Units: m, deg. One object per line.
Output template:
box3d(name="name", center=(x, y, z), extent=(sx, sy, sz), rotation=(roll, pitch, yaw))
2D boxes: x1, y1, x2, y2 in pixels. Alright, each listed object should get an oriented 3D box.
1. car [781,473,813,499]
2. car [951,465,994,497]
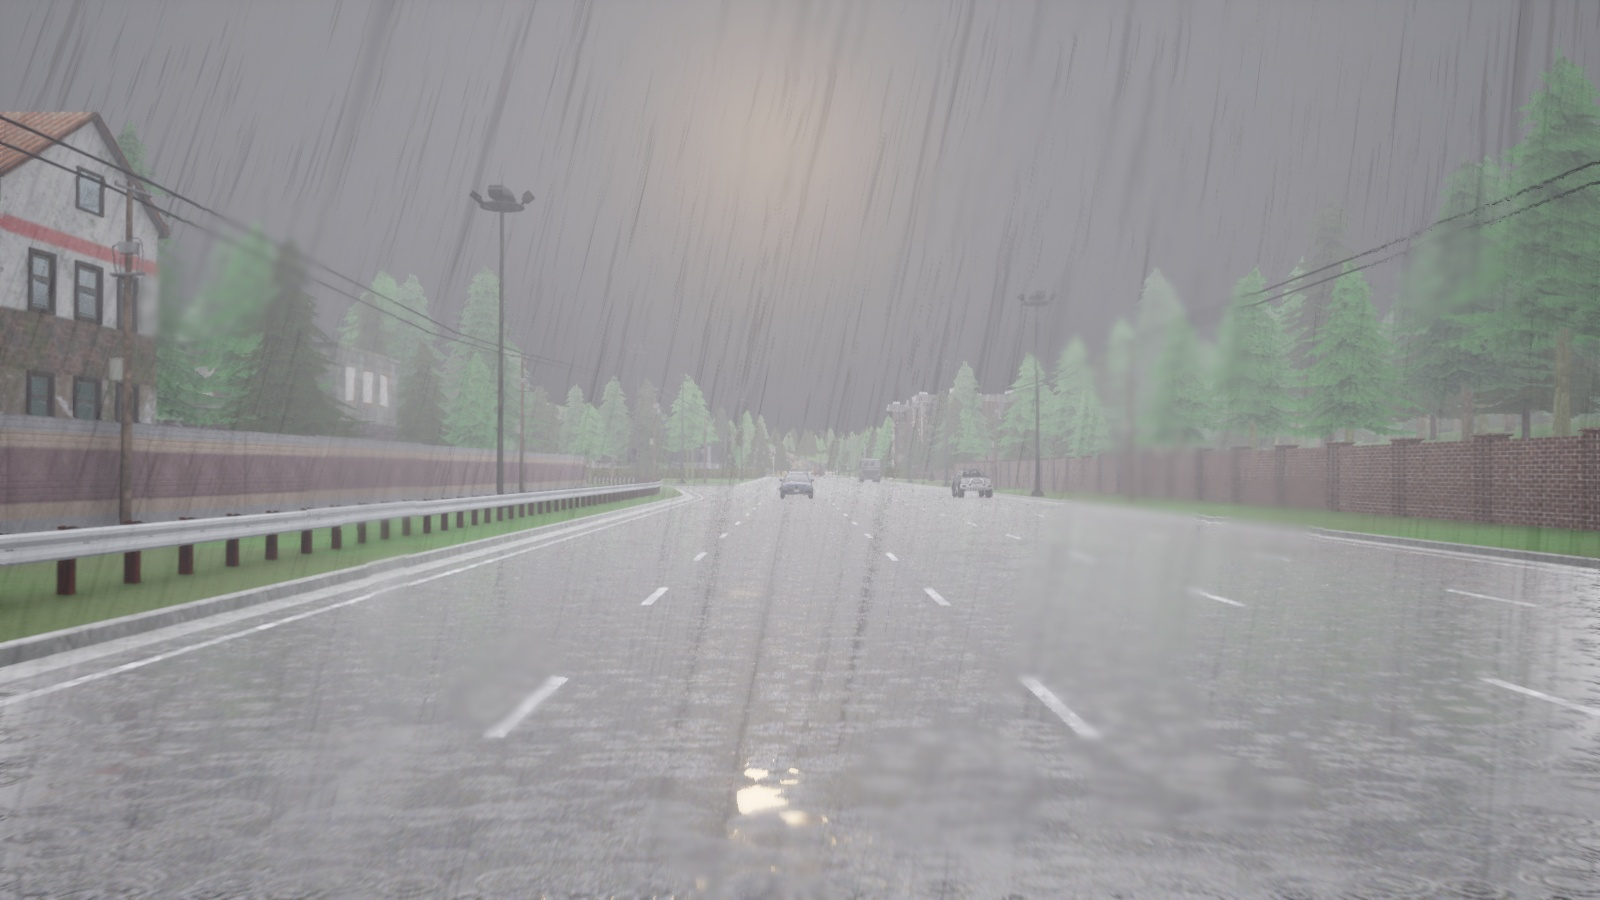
box3d(name="car", center=(-0.173, 2.047, 72.032), extent=(1.812, 1.442, 4.674), rotation=(0, -1, 0))
box3d(name="car", center=(10.318, 1.851, 75.332), extent=(1.932, 1.855, 4.605), rotation=(0, -1, 0))
